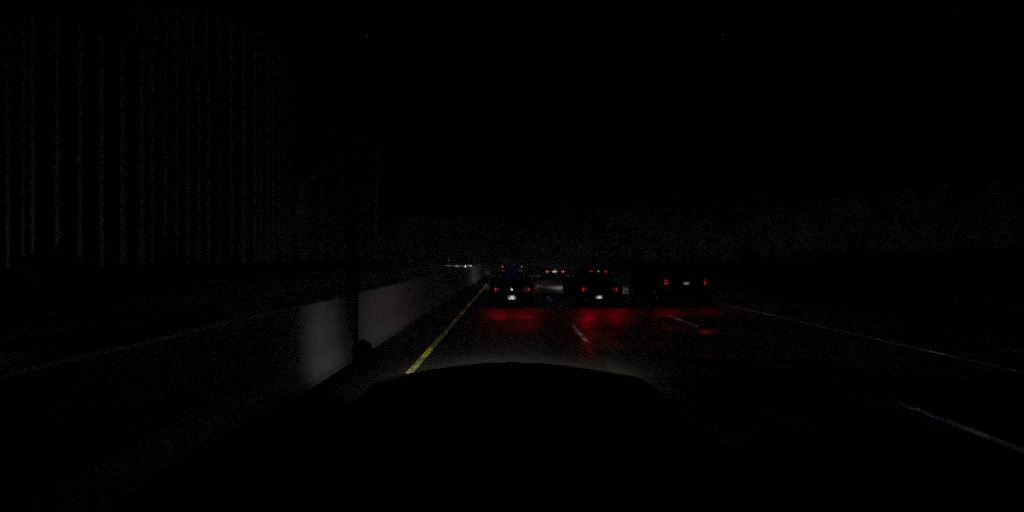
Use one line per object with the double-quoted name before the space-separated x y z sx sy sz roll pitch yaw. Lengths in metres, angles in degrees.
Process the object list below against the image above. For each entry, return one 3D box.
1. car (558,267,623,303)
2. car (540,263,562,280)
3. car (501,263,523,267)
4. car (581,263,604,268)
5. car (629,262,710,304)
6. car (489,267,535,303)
"car" 3.500 1.366 16.570 1.895 1.301 4.718 0 0 0
"car" 3.500 1.313 31.538 2.033 1.411 5.357 0 0 0
"car" 0.000 1.322 31.539 1.994 1.385 4.181 0 0 0
"car" 7.000 1.313 31.537 2.033 1.411 5.357 0 0 0
"car" 7.000 1.116 16.510 2.097 1.767 4.553 0 0 0
"car" 0.000 1.366 16.570 1.895 1.301 4.718 0 0 0
